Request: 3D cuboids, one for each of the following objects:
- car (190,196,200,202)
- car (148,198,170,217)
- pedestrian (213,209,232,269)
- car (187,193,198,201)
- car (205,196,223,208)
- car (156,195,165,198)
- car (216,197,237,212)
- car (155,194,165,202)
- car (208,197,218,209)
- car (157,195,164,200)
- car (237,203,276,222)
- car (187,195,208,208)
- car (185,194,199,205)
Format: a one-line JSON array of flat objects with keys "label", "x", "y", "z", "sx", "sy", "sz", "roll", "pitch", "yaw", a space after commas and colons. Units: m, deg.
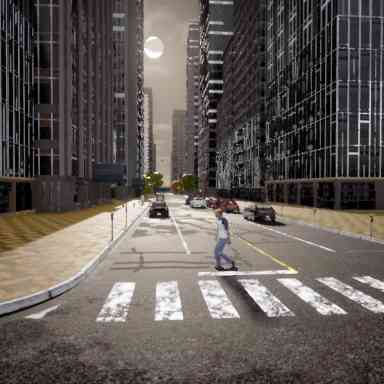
[{"label": "car", "x": 0.595, "y": 1.580, "z": 76.853, "sx": 1.802, "sy": 1.307, "sz": 4.206, "roll": -1, "pitch": 0, "yaw": -5}, {"label": "car", "x": -3.070, "y": 1.553, "z": 31.107, "sx": 1.947, "sy": 1.339, "sz": 4.313, "roll": -1, "pitch": 0, "yaw": -5}, {"label": "pedestrian", "x": 0.867, "y": 1.288, "z": 9.649, "sx": 0.375, "sy": 1.860, "sz": 0.375, "roll": -1, "pitch": 1, "yaw": -5}, {"label": "car", "x": 0.073, "y": 1.316, "z": 82.478, "sx": 2.192, "sy": 1.841, "sz": 5.009, "roll": -1, "pitch": 0, "yaw": -5}, {"label": "car", "x": 3.185, "y": 1.429, "z": 48.728, "sx": 1.967, "sy": 1.590, "sz": 4.097, "roll": -1, "pitch": 0, "yaw": -5}, {"label": "car", "x": -4.091, "y": 1.512, "z": 42.187, "sx": 1.752, "sy": 1.417, "sz": 4.829, "roll": -1, "pitch": 0, "yaw": -5}, {"label": "car", "x": 4.224, "y": 1.570, "z": 37.478, "sx": 1.802, "sy": 1.307, "sz": 4.206, "roll": -1, "pitch": 0, "yaw": -5}, {"label": "car", "x": -7.220, "y": 1.311, "z": 76.104, "sx": 2.192, "sy": 1.841, "sz": 5.009, "roll": -1, "pitch": 0, "yaw": -5}, {"label": "car", "x": 3.705, "y": 1.533, "z": 43.103, "sx": 1.887, "sy": 1.381, "sz": 4.507, "roll": -1, "pitch": 0, "yaw": -5}, {"label": "car", "x": -8.772, "y": 1.589, "z": 92.978, "sx": 1.802, "sy": 1.307, "sz": 4.206, "roll": -1, "pitch": 0, "yaw": -5}, {"label": "car", "x": 5.260, "y": 1.540, "z": 26.229, "sx": 2.008, "sy": 1.369, "sz": 4.403, "roll": -1, "pitch": 0, "yaw": -5}, {"label": "car", "x": 0.818, "y": 1.514, "z": 48.018, "sx": 1.812, "sy": 1.442, "sz": 4.674, "roll": 0, "pitch": 0, "yaw": -5}, {"label": "car", "x": -0.096, "y": 1.554, "z": 57.898, "sx": 1.994, "sy": 1.385, "sz": 4.181, "roll": 0, "pitch": 0, "yaw": -5}]
